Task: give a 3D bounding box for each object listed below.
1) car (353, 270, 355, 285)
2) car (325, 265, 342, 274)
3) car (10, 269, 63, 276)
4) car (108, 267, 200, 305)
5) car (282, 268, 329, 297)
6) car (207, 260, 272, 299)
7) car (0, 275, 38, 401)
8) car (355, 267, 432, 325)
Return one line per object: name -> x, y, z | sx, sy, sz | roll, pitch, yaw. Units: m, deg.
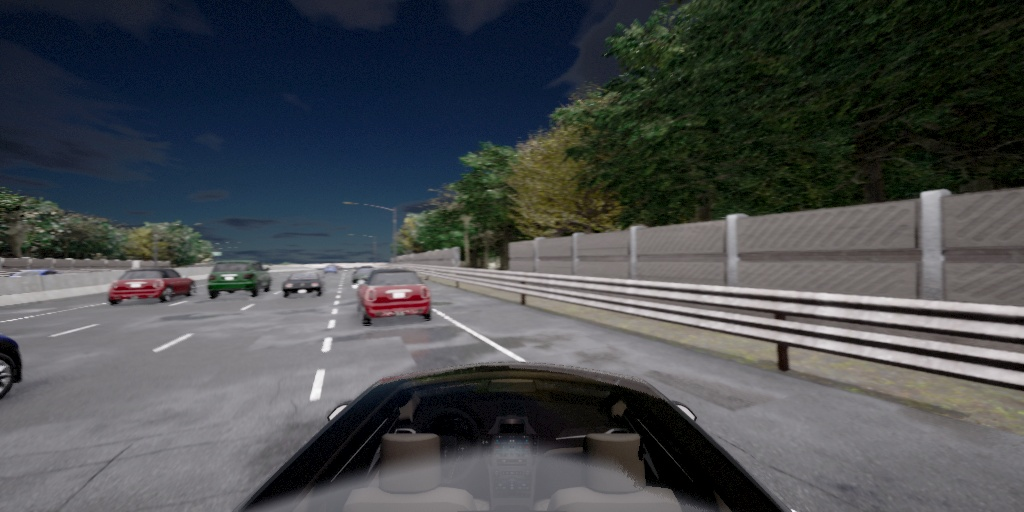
car -> -12.323, 1.597, 30.244 | 1.994, 1.385, 4.181 | -1, 0, -25
car -> -27.080, 2.000, 53.751 | 2.033, 1.411, 5.357 | -1, -1, -25
car -> -39.085, 1.881, 29.394 | 1.882, 1.535, 5.008 | -1, -1, -24
car -> -18.651, 1.435, 18.858 | 2.097, 1.767, 4.553 | -1, 0, -25
car -> -12.082, 1.605, 21.093 | 1.895, 1.301, 4.718 | -1, 0, -25
car -> -15.820, 1.274, 21.077 | 2.150, 2.045, 5.566 | -1, 0, -25
car -> -7.700, 1.223, 3.398 | 2.097, 1.767, 4.553 | -1, 0, -25
car -> -4.288, 1.221, 12.742 | 2.097, 1.767, 4.553 | -1, 0, -25
